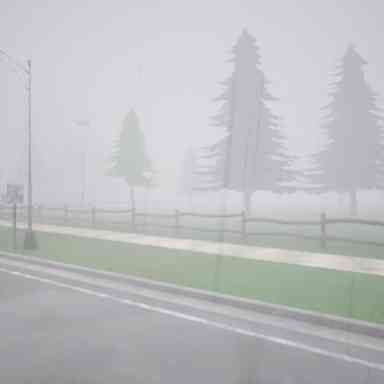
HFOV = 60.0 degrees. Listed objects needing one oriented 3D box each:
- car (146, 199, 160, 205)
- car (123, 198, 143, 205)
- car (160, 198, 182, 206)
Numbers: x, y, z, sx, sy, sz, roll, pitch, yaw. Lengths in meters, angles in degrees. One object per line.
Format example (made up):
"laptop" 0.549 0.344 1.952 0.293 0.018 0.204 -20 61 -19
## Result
"car" -6.800 2.025 67.057 2.033 1.411 5.357 -1 0 35
"car" -12.546 2.061 71.047 2.128 1.511 4.902 -1 0 35
"car" -3.541 1.987 65.637 1.812 1.442 4.674 -1 0 36
